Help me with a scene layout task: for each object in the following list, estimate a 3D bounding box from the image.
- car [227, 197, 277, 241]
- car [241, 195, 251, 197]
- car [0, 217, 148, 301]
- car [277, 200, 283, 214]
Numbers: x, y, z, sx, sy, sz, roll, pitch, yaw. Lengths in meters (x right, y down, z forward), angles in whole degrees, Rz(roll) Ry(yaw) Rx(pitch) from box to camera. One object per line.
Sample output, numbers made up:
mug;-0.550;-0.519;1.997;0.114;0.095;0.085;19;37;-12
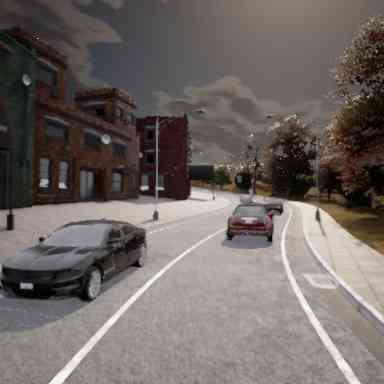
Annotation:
car;3.083;1.326;16.852;2.097;1.767;4.553;0;0;15
car;8.149;1.133;50.257;1.812;1.442;4.674;0;1;8
car;-2.631;1.471;8.614;1.882;1.535;5.008;0;0;10
car;8.276;1.440;33.852;1.895;1.301;4.718;0;1;16
